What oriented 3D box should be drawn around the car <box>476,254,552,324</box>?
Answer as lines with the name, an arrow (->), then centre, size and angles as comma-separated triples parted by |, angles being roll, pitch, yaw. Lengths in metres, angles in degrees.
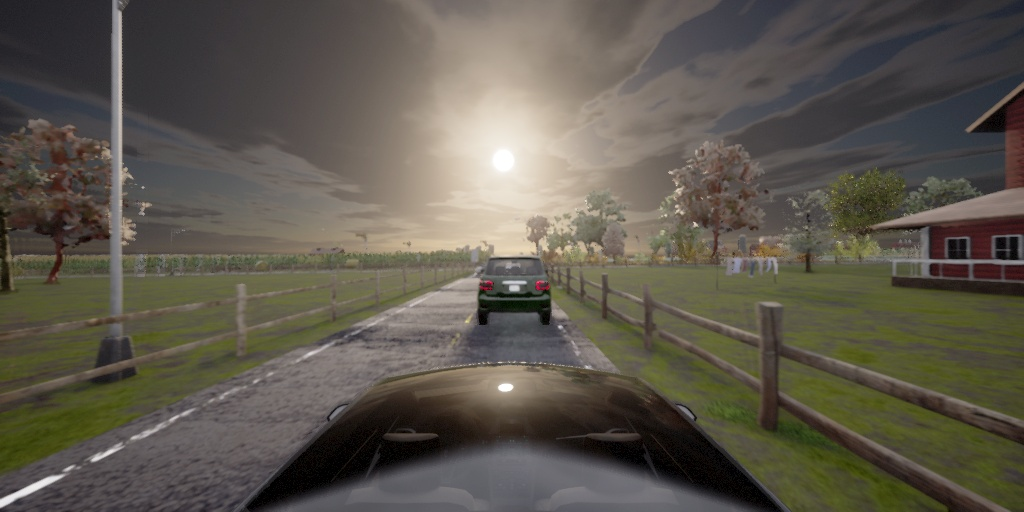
car -> 0.077, 0.990, 12.286 | 2.150, 2.045, 5.566 | 0, -1, 0

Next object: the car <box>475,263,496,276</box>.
car -> -2.846, 1.445, 39.270 | 1.895, 1.301, 4.718 | 0, 0, 0
